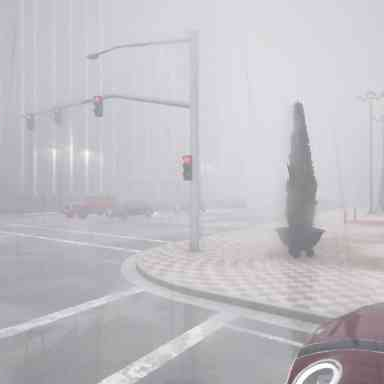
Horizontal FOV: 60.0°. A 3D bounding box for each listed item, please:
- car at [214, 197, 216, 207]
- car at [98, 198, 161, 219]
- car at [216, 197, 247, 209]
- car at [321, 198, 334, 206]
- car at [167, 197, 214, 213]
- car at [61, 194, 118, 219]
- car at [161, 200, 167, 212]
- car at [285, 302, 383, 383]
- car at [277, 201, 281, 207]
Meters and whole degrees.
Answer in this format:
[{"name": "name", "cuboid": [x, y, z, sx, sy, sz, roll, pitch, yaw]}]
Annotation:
[{"name": "car", "cuboid": [2.660, 1.478, 46.399, 1.882, 1.535, 5.008, 0, 0, 35]}, {"name": "car", "cuboid": [-5.277, 1.492, 28.909, 2.128, 1.511, 4.902, 0, 0, 35]}, {"name": "car", "cuboid": [5.743, 1.492, 44.700, 2.128, 1.511, 4.902, 0, 0, 35]}, {"name": "car", "cuboid": [22.646, 1.601, 56.400, 1.895, 1.301, 4.718, 0, 0, 34]}, {"name": "car", "cuboid": [-0.067, 1.492, 36.381, 2.128, 1.511, 4.902, 0, 0, 35]}, {"name": "car", "cuboid": [-8.872, 1.221, 29.858, 2.150, 2.045, 5.566, 0, 0, 35]}, {"name": "car", "cuboid": [-3.169, 1.564, 38.046, 1.994, 1.385, 4.181, 0, 0, 35]}, {"name": "car", "cuboid": [2.862, 1.352, 1.929, 4.553, 1.767, 2.097, 0, 0, 36]}, {"name": "car", "cuboid": [14.579, 1.562, 50.944, 1.994, 1.385, 4.181, 0, 0, 35]}]
